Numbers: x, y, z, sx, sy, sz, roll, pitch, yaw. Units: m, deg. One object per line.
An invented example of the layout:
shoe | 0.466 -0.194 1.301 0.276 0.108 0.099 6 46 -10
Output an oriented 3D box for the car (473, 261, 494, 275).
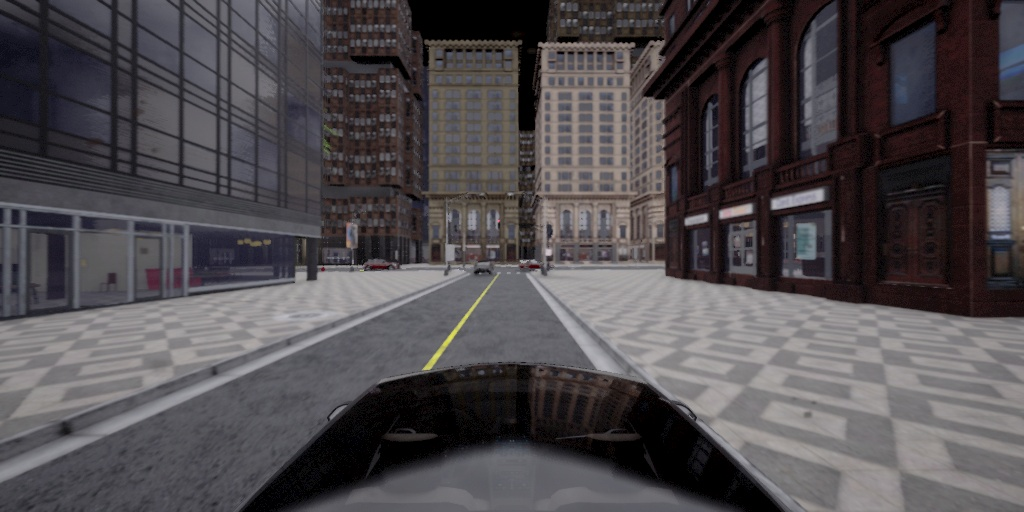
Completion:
car | -3.029 1.271 38.914 1.837 1.490 4.892 0 -1 0

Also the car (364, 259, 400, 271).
car | -17.607 1.163 48.781 4.553 1.767 2.097 -1 0 -1

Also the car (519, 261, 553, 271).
car | 3.275 1.334 48.965 4.718 1.301 1.895 0 0 -1
